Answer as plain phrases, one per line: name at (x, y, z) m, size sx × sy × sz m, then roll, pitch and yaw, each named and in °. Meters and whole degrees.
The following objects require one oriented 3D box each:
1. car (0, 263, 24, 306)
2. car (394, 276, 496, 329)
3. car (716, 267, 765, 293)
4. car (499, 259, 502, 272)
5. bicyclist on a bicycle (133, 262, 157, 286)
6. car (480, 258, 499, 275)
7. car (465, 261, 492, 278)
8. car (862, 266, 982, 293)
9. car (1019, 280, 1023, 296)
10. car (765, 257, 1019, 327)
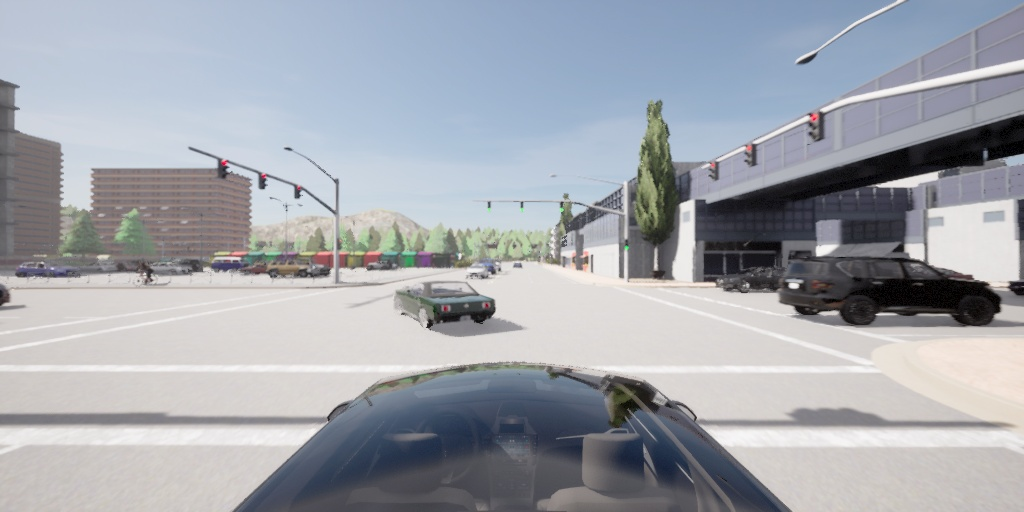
car at (-22.600, 1.209, 13.796) m, size 4.553 × 1.767 × 2.097 m, roll 0°, pitch 0°, yaw 0°
car at (-2.422, 1.432, 11.689) m, size 1.895 × 1.301 × 4.718 m, roll 0°, pitch -1°, yaw -31°
car at (14.933, 1.407, 21.592) m, size 4.892 × 1.490 × 1.837 m, roll 0°, pitch 0°, yaw 1°
car at (-2.842, 1.414, 56.770) m, size 2.150 × 2.045 × 5.566 m, roll 0°, pitch 0°, yaw 2°
bicyclist on a bicycle at (-25.337, 1.249, 24.784) m, size 0.582 × 1.620 × 1.656 m, roll 0°, pitch 0°, yaw 0°
car at (-3.246, 1.330, 46.268) m, size 2.150 × 2.045 × 5.566 m, roll 0°, pitch 0°, yaw 2°
car at (-3.514, 1.555, 36.422) m, size 1.812 × 1.442 × 4.674 m, roll 0°, pitch 0°, yaw 3°
car at (24.420, 1.375, 21.510) m, size 5.008 × 1.535 × 1.882 m, roll 0°, pitch 0°, yaw 1°
car at (28.207, 1.468, 17.977) m, size 4.718 × 1.301 × 1.895 m, roll 0°, pitch 0°, yaw 0°
car at (11.753, 1.045, 11.479) m, size 5.566 × 2.045 × 2.150 m, roll 0°, pitch -1°, yaw 1°
